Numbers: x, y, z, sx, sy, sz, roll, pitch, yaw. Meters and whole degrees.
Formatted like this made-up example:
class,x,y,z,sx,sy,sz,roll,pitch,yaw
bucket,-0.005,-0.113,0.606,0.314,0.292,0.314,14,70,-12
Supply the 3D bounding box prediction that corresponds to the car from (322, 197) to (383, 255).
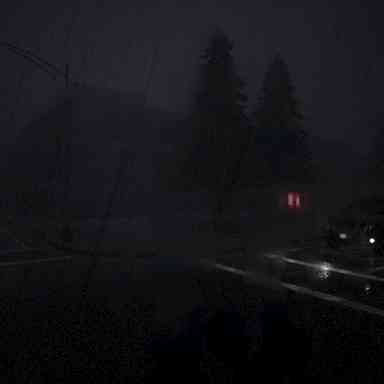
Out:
class,x,y,z,sx,sy,sz,roll,pitch,yaw
car,7.713,1.248,13.737,5.566,2.045,2.150,0,0,-37
